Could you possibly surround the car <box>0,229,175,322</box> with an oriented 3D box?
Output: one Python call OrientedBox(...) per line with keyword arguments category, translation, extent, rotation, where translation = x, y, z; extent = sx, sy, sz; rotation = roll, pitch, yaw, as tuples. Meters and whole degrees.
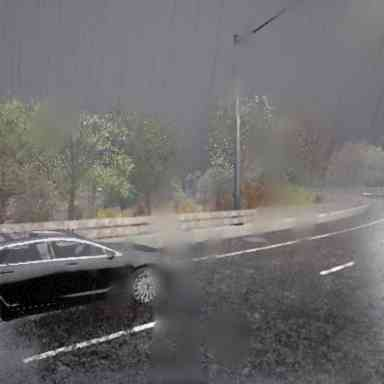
OrientedBox(category="car", translation=(-2.622, 1.482, 6.384), extent=(4.902, 1.511, 2.128), rotation=(0, 0, -37))
